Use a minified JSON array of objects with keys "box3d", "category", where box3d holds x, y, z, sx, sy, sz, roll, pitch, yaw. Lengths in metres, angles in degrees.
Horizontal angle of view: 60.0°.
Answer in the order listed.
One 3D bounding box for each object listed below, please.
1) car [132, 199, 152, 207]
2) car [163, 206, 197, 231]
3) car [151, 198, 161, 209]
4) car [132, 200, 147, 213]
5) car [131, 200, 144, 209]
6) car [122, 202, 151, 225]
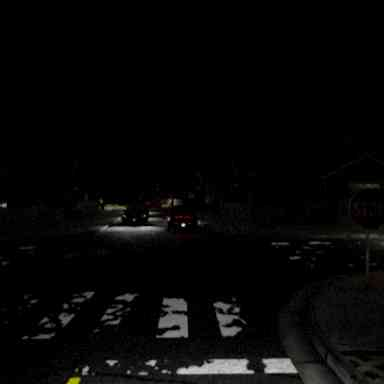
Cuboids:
[{"box3d":[-5.507,1.773,35.124,1.882,1.535,5.008,0,-1,-8],"category":"car"},{"box3d":[-0.764,1.670,21.824,1.837,1.490,4.892,1,-1,-6],"category":"car"},{"box3d":[-6.540,1.891,56.530,2.097,1.767,4.553,0,-1,-14],"category":"car"},{"box3d":[-7.118,1.901,44.997,1.837,1.490,4.892,0,-1,-11],"category":"car"},{"box3d":[-9.138,2.036,55.187,1.837,1.490,4.892,0,-1,-12],"category":"car"},{"box3d":[-4.366,1.733,25.927,1.812,1.442,4.674,0,-1,-6],"category":"car"}]
